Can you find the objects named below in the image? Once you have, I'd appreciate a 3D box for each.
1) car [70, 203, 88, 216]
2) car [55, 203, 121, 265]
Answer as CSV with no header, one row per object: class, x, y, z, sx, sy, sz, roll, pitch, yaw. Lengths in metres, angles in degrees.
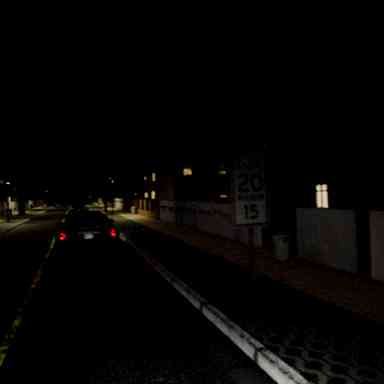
car,-13.826,2.069,40.728,1.994,1.385,4.181,-2,0,-19
car,-4.044,1.497,12.801,2.097,1.767,4.553,-2,0,-19
